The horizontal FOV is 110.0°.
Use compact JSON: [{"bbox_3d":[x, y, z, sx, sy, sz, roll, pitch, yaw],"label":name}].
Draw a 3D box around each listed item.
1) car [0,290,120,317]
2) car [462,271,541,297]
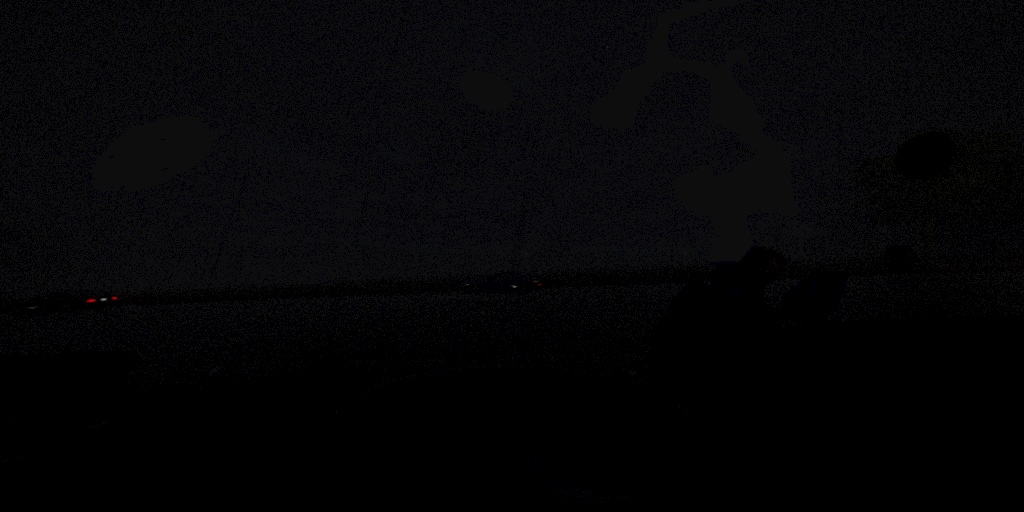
[{"bbox_3d":[-26.859,2.751,21.417,5.357,1.411,2.033,-2,1,0],"label":"car"},{"bbox_3d":[-0.638,1.620,21.370,4.674,1.442,1.812,-1,0,0],"label":"car"}]
